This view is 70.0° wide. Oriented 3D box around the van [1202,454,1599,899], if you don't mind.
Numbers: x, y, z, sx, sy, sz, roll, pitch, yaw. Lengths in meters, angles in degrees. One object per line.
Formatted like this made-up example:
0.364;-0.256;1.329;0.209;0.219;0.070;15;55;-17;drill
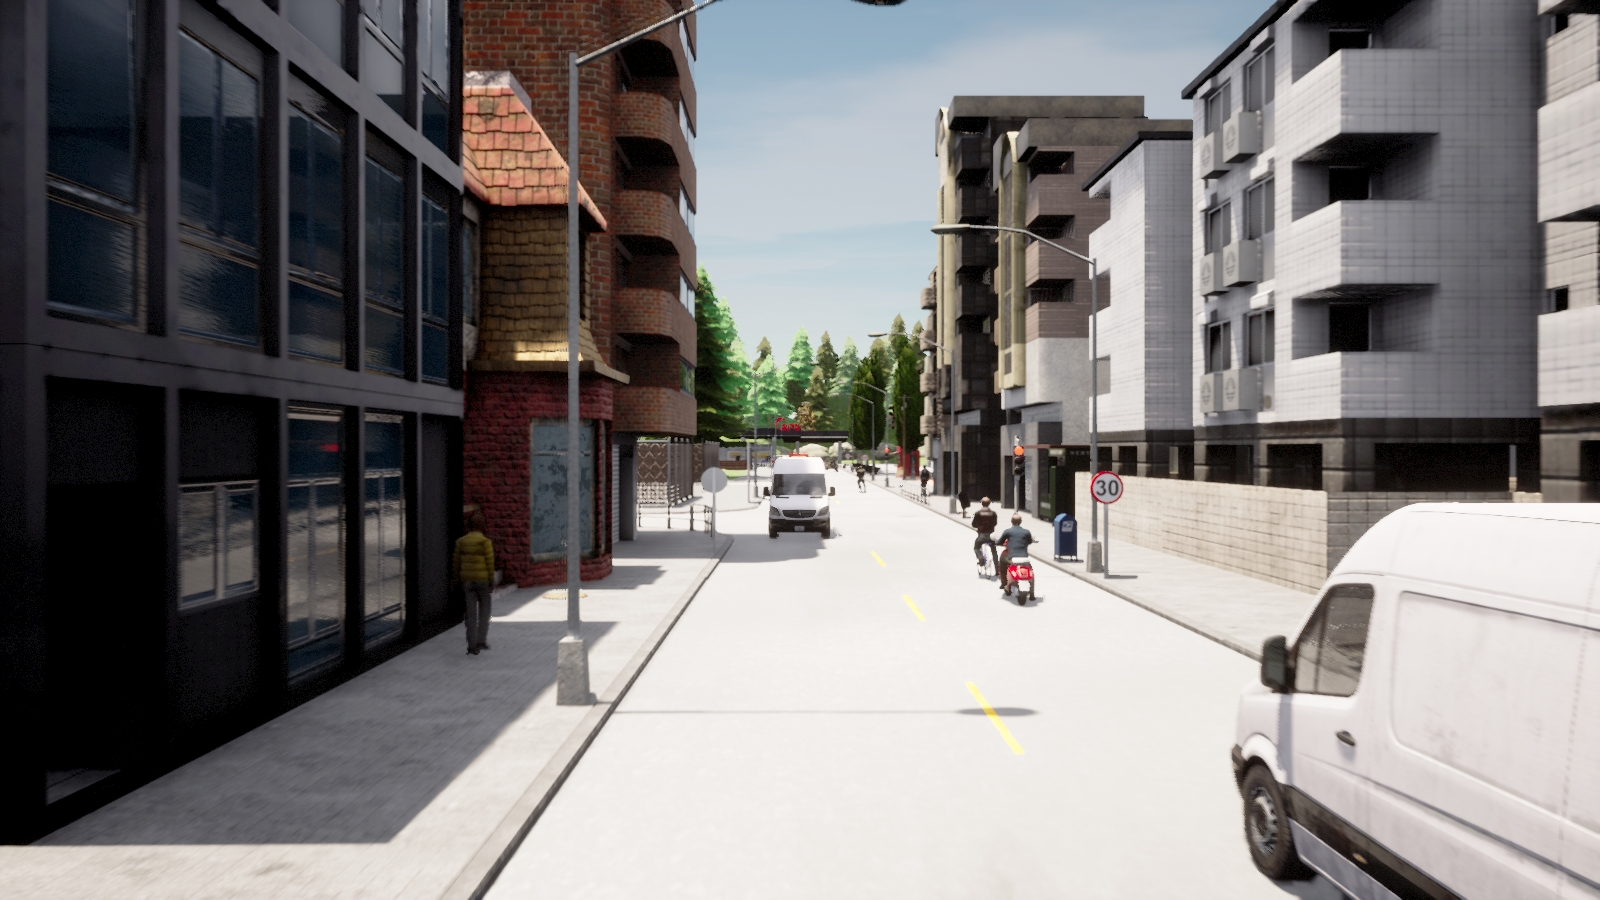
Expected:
4.016;1.314;5.592;1.988;2.561;5.915;0;0;0;van

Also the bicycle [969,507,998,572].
4.009;1.940;25.052;0.329;1.271;1.835;0;0;0;bicycle

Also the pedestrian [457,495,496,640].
-4.233;1.523;14.944;0.375;1.860;0.375;0;0;7;pedestrian

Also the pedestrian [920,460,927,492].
7.218;1.523;66.587;0.375;1.860;0.375;0;0;-1;pedestrian

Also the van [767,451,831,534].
-0.030;1.314;38.070;1.988;2.561;5.915;0;0;0;van

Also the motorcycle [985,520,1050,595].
4.003;1.962;21.178;0.856;1.236;1.805;0;0;0;motorcycle

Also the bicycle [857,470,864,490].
3.943;1.940;74.767;0.329;1.271;1.835;0;0;0;bicycle
